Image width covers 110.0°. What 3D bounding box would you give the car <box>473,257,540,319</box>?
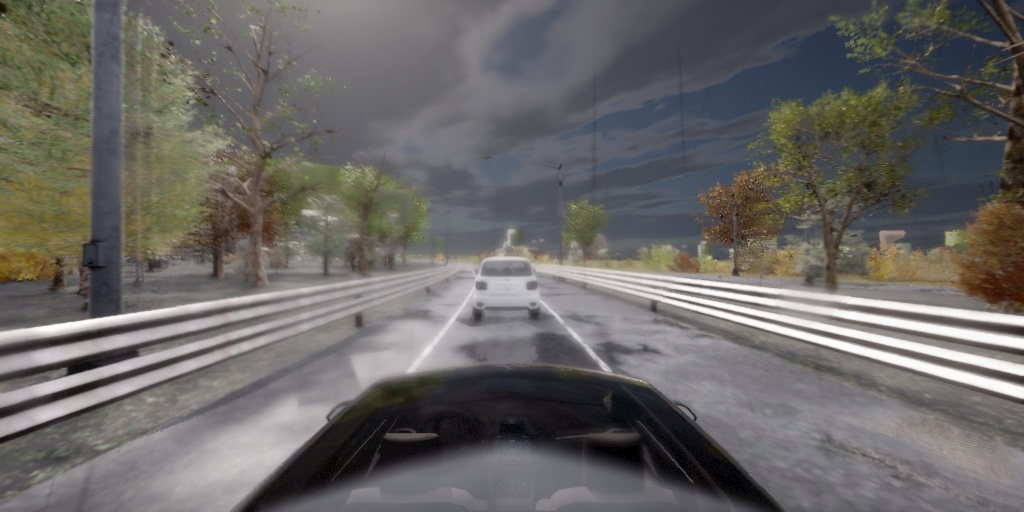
[{"bbox_3d":[-0.236,1.064,13.389,2.150,2.045,5.566,0,0,-2],"label":"car"}]
